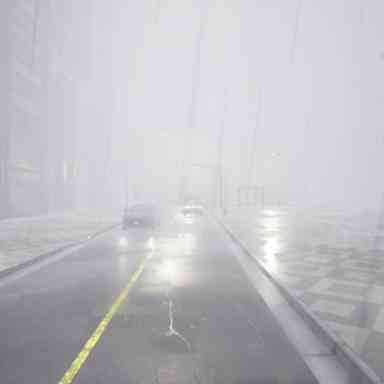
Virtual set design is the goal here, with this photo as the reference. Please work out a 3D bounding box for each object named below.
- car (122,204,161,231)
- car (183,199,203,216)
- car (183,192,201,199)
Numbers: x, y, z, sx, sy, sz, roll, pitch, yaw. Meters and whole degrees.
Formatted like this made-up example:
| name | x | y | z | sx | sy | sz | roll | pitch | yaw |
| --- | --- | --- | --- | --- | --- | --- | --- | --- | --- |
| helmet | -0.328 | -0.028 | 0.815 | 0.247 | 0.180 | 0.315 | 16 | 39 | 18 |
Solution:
| name | x | y | z | sx | sy | sz | roll | pitch | yaw |
| --- | --- | --- | --- | --- | --- | --- | --- | --- | --- |
| car | -3.097 | 1.494 | 21.063 | 1.882 | 1.535 | 5.008 | 0 | 0 | 0 |
| car | 0.095 | 1.626 | 33.027 | 1.895 | 1.301 | 4.718 | 0 | 0 | 0 |
| car | 0.015 | 1.246 | 42.975 | 2.150 | 2.045 | 5.566 | 0 | 0 | 0 |
